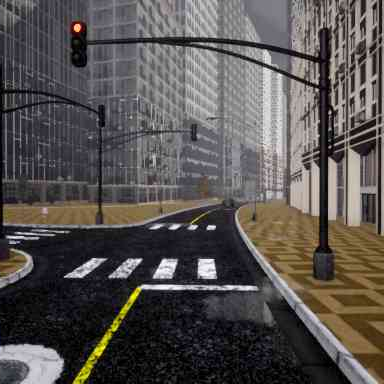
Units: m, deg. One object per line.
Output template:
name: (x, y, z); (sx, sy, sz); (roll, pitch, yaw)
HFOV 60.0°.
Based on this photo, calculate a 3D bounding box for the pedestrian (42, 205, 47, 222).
pedestrian: (-9.298, 1.344, 21.024); (0.500, 1.100, 0.500); (0, 0, 17)

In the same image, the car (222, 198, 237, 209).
car: (5.595, 1.604, 49.235); (1.882, 1.535, 5.008); (0, 0, 12)
